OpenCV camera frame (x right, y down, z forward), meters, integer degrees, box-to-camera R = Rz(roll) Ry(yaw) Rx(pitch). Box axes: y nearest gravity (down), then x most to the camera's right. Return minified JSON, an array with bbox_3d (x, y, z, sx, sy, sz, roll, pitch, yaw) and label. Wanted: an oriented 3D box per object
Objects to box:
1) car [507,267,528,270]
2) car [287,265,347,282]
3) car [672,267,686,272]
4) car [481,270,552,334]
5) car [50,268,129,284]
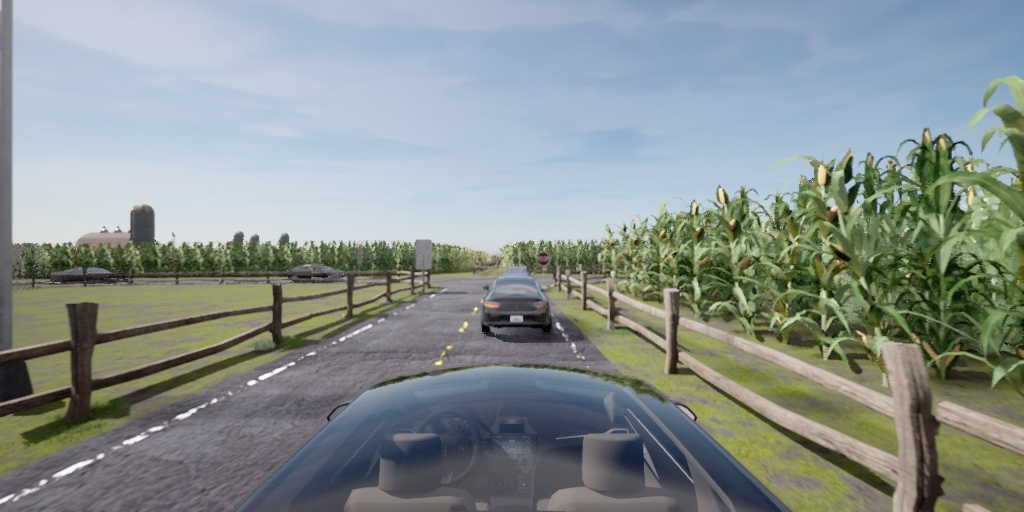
[{"bbox_3d":[0.371,1.402,23.150,2.033,1.411,5.357,0,0,4],"label":"car"},{"bbox_3d":[-17.299,1.521,31.970,4.902,1.511,2.128,0,0,0],"label":"car"},{"bbox_3d":[16.926,1.338,34.889,4.181,1.385,1.994,0,0,0],"label":"car"},{"bbox_3d":[0.101,1.319,10.703,1.812,1.442,4.674,0,0,0],"label":"car"},{"bbox_3d":[-37.626,1.746,31.997,5.357,1.411,2.033,0,0,0],"label":"car"}]
